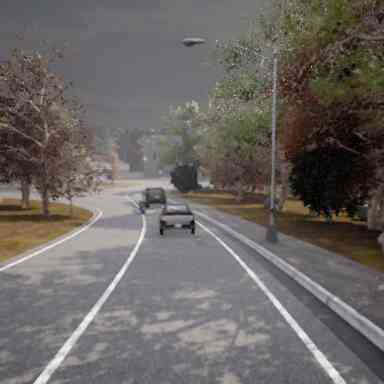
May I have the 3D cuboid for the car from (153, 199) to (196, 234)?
[{"bbox_3d":[-0.923,1.368,18.324,2.128,1.511,4.902,-1,1,-6],"label":"car"}]

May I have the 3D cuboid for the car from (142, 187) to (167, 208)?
[{"bbox_3d":[-4.148,0.480,36.004,2.150,2.045,5.566,-1,4,-14],"label":"car"}]
